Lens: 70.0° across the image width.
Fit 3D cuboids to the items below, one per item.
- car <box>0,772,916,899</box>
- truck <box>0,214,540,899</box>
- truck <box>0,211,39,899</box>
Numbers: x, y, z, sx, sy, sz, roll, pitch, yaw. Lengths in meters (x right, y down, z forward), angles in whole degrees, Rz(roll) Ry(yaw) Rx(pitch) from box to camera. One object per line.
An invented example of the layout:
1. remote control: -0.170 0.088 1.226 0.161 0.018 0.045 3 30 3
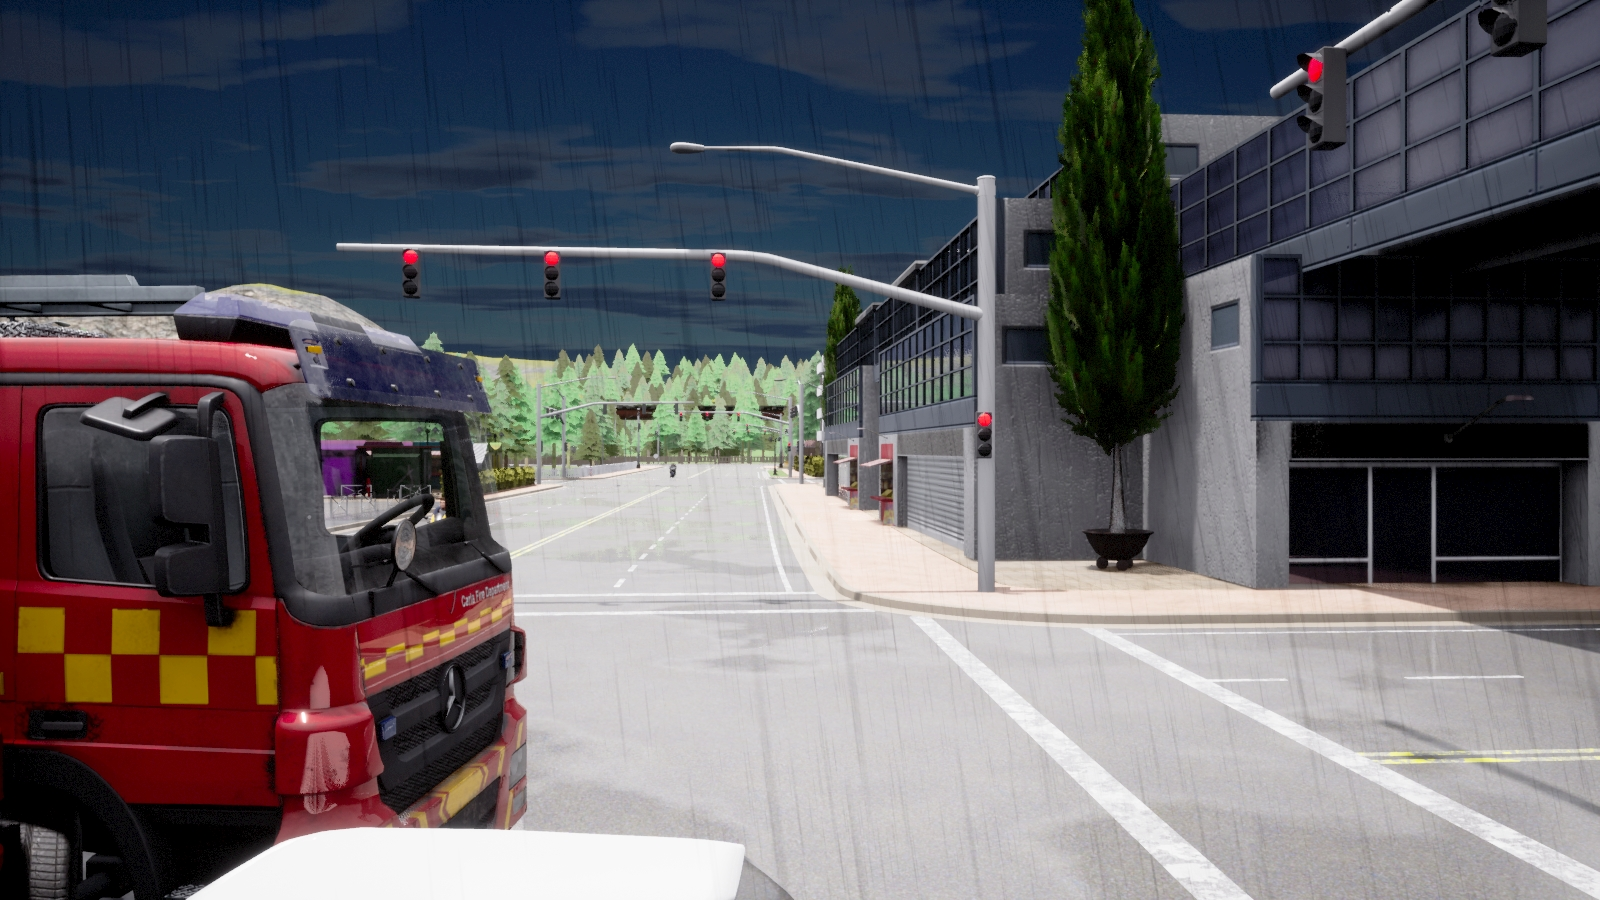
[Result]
1. car: -1.549 2.065 3.579 3.806 1.475 1.970 0 0 5
2. truck: -6.102 0.890 6.659 8.468 3.827 2.891 0 0 4
3. truck: -7.587 0.890 3.490 8.468 3.827 2.891 0 0 -3
